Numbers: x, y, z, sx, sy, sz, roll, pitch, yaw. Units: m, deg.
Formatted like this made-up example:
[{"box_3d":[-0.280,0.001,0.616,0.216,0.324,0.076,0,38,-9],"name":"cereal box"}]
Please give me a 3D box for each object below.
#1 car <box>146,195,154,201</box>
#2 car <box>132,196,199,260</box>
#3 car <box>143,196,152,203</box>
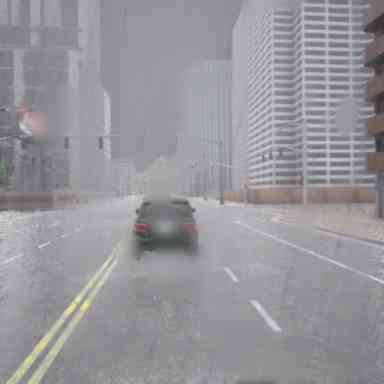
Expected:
[{"box_3d":[-11.181,1.575,89.213,1.812,1.442,4.674,-1,0,-5],"name":"car"},{"box_3d":[-0.992,1.227,12.666,2.150,2.045,5.566,-1,0,-4],"name":"car"},{"box_3d":[-9.828,1.561,73.630,1.837,1.490,4.892,-1,0,-5],"name":"car"}]
